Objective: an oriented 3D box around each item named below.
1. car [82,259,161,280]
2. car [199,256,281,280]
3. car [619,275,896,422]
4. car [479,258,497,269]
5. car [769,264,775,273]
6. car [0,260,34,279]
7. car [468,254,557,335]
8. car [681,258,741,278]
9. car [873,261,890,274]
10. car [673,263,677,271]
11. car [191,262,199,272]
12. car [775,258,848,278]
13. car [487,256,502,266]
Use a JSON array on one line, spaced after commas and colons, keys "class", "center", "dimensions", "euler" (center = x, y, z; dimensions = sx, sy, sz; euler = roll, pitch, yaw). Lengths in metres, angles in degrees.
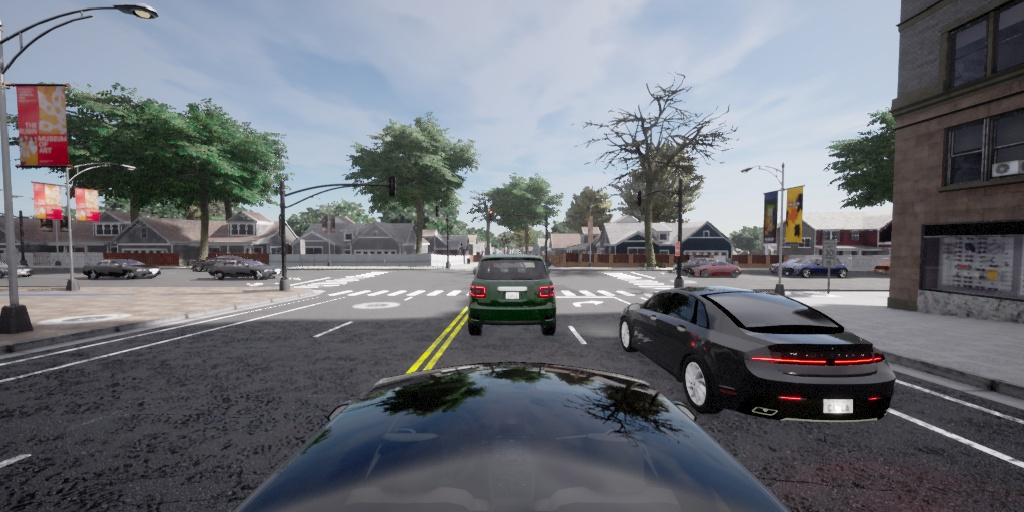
[{"class": "car", "center": [-30.093, 1.009, 27.741], "dimensions": [4.902, 1.511, 2.128], "euler": [0, 2, 0]}, {"class": "car", "center": [-20.534, 1.035, 27.683], "dimensions": [4.902, 1.511, 2.128], "euler": [0, 2, -2]}, {"class": "car", "center": [3.259, 1.251, 6.000], "dimensions": [1.837, 1.490, 4.892], "euler": [0, 0, 0]}, {"class": "car", "center": [-3.019, 0.940, 46.134], "dimensions": [1.895, 1.301, 4.718], "euler": [0, 0, 1]}, {"class": "car", "center": [27.146, 0.993, 34.147], "dimensions": [4.674, 1.442, 1.812], "euler": [0, 2, 0]}, {"class": "car", "center": [-40.252, 1.019, 27.820], "dimensions": [4.674, 1.442, 1.812], "euler": [0, 2, 0]}, {"class": "car", "center": [-0.011, 0.968, 10.615], "dimensions": [2.150, 2.045, 5.566], "euler": [0, 0, 0]}, {"class": "car", "center": [17.331, 1.110, 30.945], "dimensions": [4.181, 1.385, 1.994], "euler": [0, 2, 0]}, {"class": "car", "center": [37.338, 0.880, 34.075], "dimensions": [4.553, 1.767, 2.097], "euler": [0, 2, 1]}, {"class": "car", "center": [17.944, 0.915, 34.190], "dimensions": [4.902, 1.511, 2.128], "euler": [0, 2, 1]}, {"class": "car", "center": [-27.889, 0.755, 34.427], "dimensions": [4.902, 1.511, 2.128], "euler": [0, 2, 0]}, {"class": "car", "center": [25.991, 0.940, 30.895], "dimensions": [4.553, 1.767, 2.097], "euler": [0, 2, 0]}, {"class": "car", "center": [-2.811, 0.774, 59.443], "dimensions": [2.128, 1.511, 4.902], "euler": [0, 0, 1]}]
